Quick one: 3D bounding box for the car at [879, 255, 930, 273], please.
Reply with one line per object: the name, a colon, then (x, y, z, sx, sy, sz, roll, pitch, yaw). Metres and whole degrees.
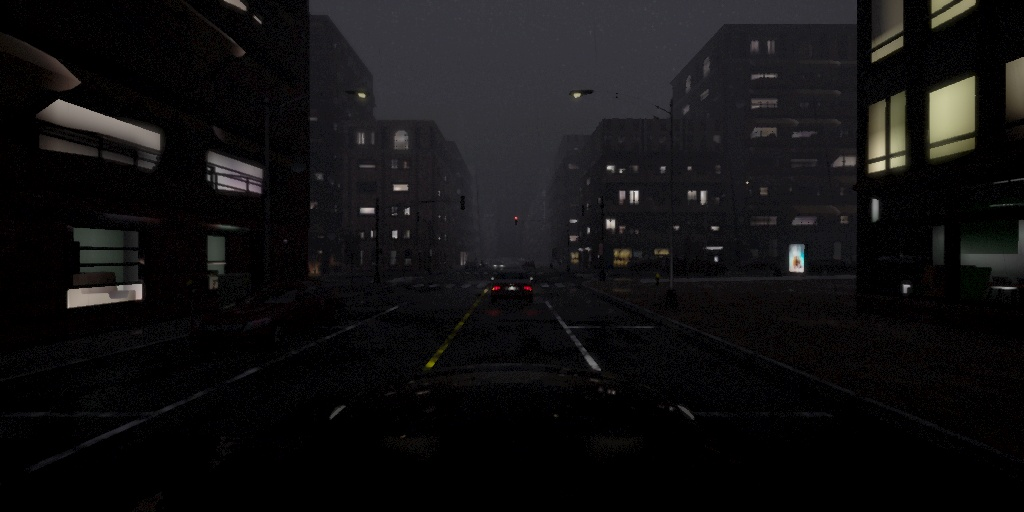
car: (31.350, 0.716, 29.203, 4.313, 1.339, 1.948, 0, 0, 0)

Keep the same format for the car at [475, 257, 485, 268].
car: (-5.691, 1.292, 56.614, 1.751, 1.417, 4.829, 0, 0, 0)

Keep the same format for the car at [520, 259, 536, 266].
car: (2.690, 1.206, 56.786, 1.967, 1.591, 4.097, 0, 0, 0)

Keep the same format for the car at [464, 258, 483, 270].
car: (-5.690, 1.329, 51.101, 1.948, 1.339, 4.313, 0, 0, 0)

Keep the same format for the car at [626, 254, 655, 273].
car: (14.575, 0.763, 37.437, 5.009, 1.841, 2.192, 0, 0, 0)

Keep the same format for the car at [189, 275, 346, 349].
car: (-5.741, 1.330, 9.078, 1.802, 1.307, 4.207, 0, 0, 0)

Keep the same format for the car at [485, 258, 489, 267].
car: (-5.690, 1.085, 62.467, 2.192, 1.841, 5.009, 0, 0, 0)

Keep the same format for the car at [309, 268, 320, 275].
car: (-17.630, 1.587, 28.775, 4.829, 1.417, 1.751, 0, 0, 0)

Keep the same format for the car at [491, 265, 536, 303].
car: (0.000, 1.313, 16.500, 2.033, 1.411, 5.357, 0, 0, 0)

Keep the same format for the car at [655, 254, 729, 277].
car: (14.710, 0.777, 29.058, 5.009, 1.841, 2.192, 0, 0, 0)

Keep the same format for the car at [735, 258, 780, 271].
car: (25.667, 0.823, 37.534, 4.207, 1.307, 1.802, 0, 0, 0)

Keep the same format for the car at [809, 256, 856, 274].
car: (25.803, 0.821, 29.155, 4.313, 1.339, 1.948, 0, 0, 0)
